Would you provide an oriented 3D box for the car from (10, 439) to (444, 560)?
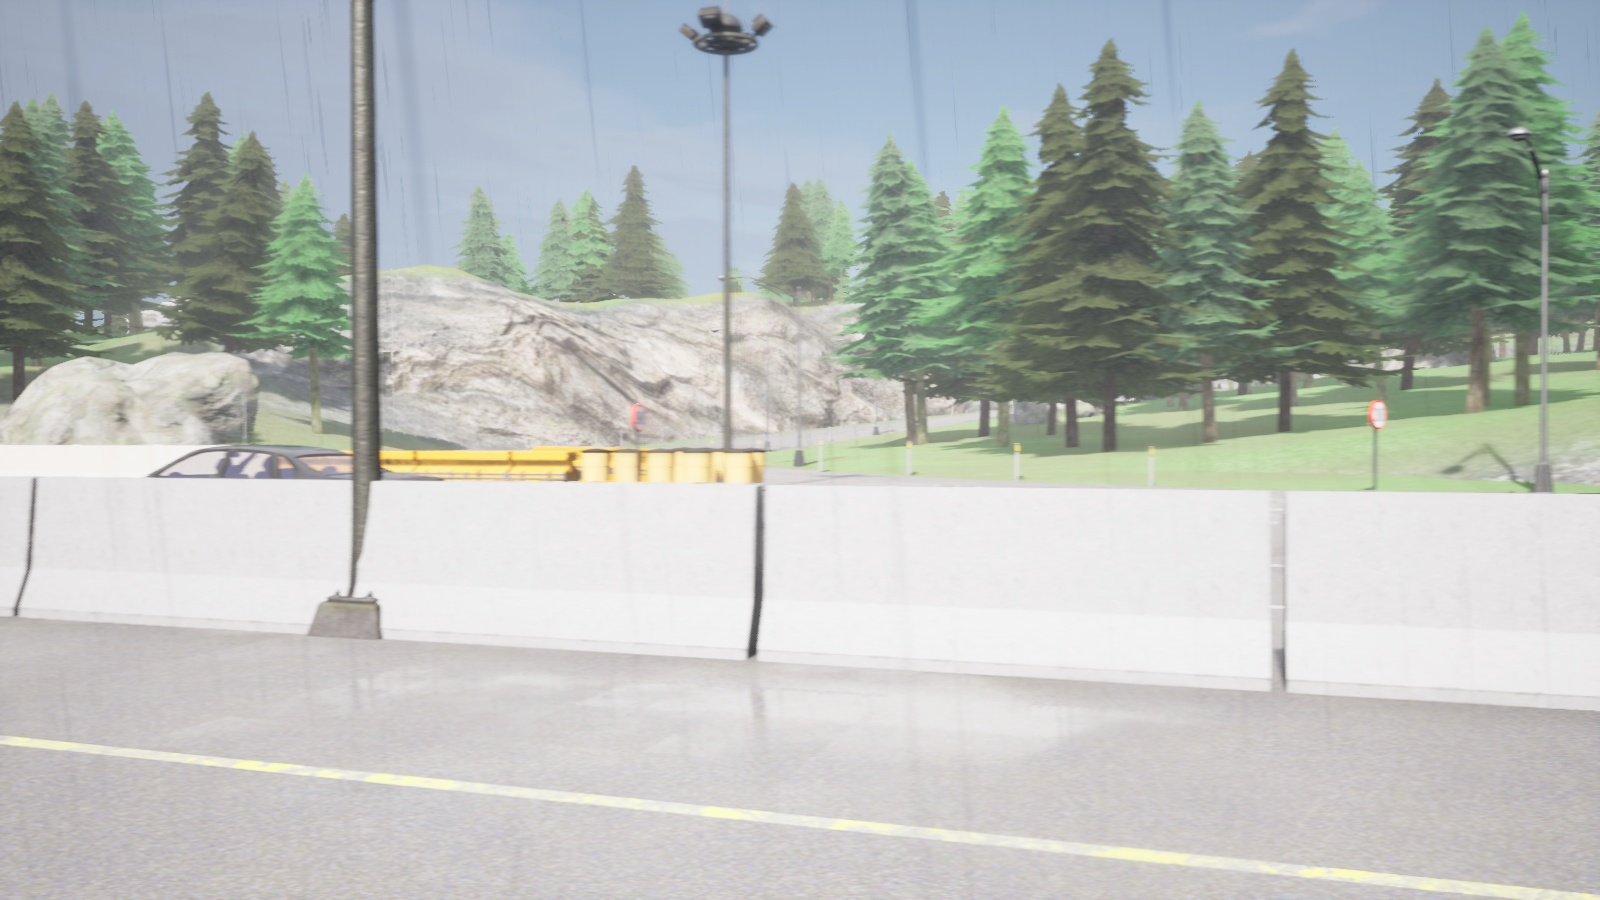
[{"bbox_3d":[-7.670,0.575,16.852,5.357,1.411,2.033,1,1,19],"label":"car"}]
